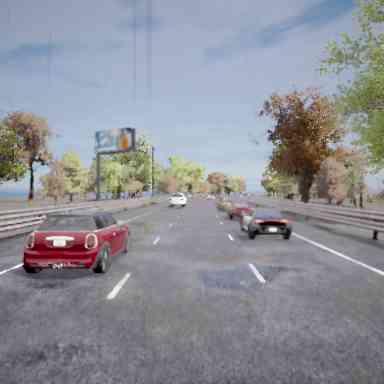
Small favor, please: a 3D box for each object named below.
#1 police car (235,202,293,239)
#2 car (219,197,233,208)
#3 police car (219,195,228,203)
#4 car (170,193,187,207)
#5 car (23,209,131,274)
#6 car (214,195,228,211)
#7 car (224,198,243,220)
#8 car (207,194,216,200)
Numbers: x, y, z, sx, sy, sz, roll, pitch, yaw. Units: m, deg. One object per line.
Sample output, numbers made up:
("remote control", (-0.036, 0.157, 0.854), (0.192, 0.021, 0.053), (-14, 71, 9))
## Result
("police car", (3.671, 1.501, 17.358), (2.038, 1.542, 4.974), (0, 0, 1))
("car", (5.055, 1.550, 49.959), (1.994, 1.385, 4.181), (0, 0, 4))
("police car", (6.748, 1.427, 71.759), (1.930, 1.638, 5.238), (0, 0, 5))
("car", (-1.969, 1.185, 49.142), (2.150, 2.045, 5.566), (0, 0, 4))
("car", (-3.344, 1.329, 10.604), (2.097, 1.767, 4.553), (0, 0, 1))
("car", (4.263, 1.441, 39.730), (1.801, 1.575, 5.366), (0, 0, -5))
("car", (3.980, 1.515, 28.231), (1.812, 1.442, 4.674), (0, 0, 2))
("car", (5.302, 1.610, 91.565), (1.895, 1.301, 4.718), (0, 0, 7))
